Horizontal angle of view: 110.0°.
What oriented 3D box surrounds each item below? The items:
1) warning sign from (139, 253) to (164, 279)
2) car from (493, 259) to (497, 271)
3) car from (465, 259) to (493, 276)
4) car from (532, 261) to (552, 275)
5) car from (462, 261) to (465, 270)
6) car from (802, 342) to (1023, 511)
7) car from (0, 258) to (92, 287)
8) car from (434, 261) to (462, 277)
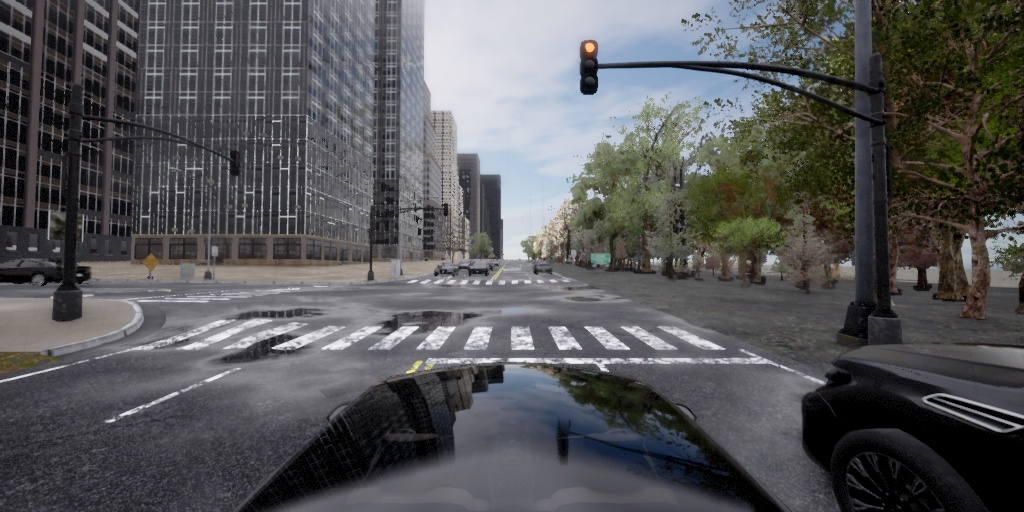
[{"bbox_3d":[-26.157,0.734,25.921,1.060,1.860,1.300,0,0,-4],"label":"warning sign"},{"bbox_3d":[-3.341,1.381,47.566,1.895,1.301,4.718,0,0,0],"label":"car"},{"bbox_3d":[-3.339,1.251,37.119,1.882,1.535,5.008,0,0,0],"label":"car"},{"bbox_3d":[3.364,1.248,40.160,2.128,1.511,4.902,1,1,0],"label":"car"},{"bbox_3d":[-6.588,1.330,49.688,2.033,1.411,5.357,0,0,0],"label":"car"},{"bbox_3d":[3.360,0.964,0.427,2.150,2.045,5.566,0,0,0],"label":"car"},{"bbox_3d":[-26.587,0.863,19.845,5.008,1.535,1.882,1,-2,-4],"label":"car"},{"bbox_3d":[-6.589,1.337,36.413,1.994,1.385,4.181,0,0,0],"label":"car"}]
